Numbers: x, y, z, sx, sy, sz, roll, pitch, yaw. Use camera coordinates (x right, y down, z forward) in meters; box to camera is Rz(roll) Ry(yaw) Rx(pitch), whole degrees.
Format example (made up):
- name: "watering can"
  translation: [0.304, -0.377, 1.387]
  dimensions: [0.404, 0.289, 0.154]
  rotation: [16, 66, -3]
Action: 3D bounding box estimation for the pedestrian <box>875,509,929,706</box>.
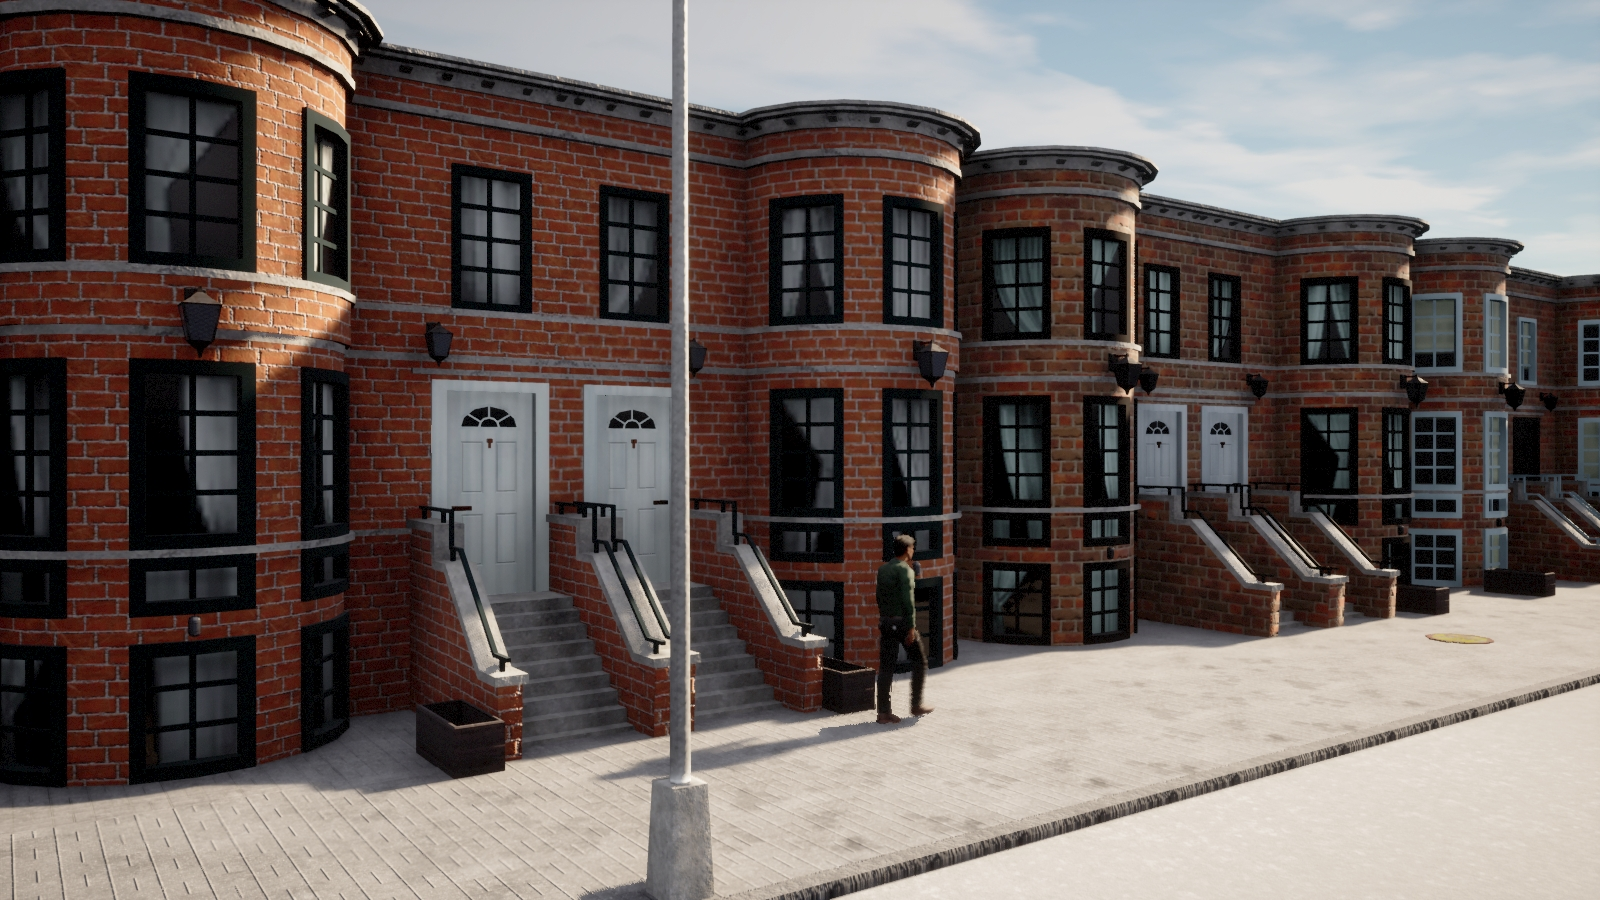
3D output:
- name: "pedestrian"
  translation: [1.000, 1.521, 11.197]
  dimensions: [0.375, 1.860, 0.375]
  rotation: [0, 0, -35]
